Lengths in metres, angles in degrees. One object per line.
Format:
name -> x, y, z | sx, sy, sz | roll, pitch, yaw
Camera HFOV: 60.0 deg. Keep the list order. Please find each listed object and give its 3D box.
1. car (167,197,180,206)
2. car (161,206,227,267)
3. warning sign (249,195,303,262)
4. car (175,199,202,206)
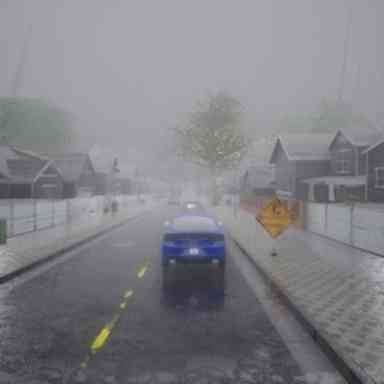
car -> -2.829, 1.460, 52.732 | 1.994, 1.385, 4.181 | 0, 0, 0
car -> 0.053, 1.446, 11.276 | 1.882, 1.535, 5.008 | 0, -1, 0
warning sign -> 2.553, 1.088, 10.257 | 1.300, 1.860, 1.060 | 2, 2, 0
car -> 0.044, 1.483, 25.229 | 2.033, 1.411, 5.357 | 0, 0, 1
